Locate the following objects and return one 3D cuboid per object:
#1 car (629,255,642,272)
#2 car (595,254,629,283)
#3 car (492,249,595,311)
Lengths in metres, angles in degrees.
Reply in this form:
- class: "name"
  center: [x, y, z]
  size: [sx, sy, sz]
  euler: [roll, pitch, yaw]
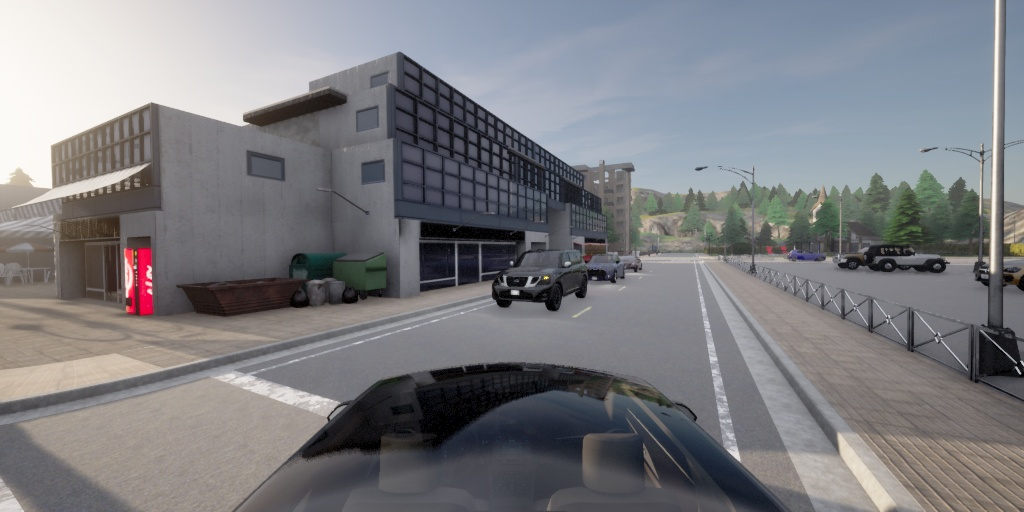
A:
- class: "car"
  center: [10.344, 0.606, 31.736]
  size: [1.812, 1.442, 4.674]
  euler: [0, 1, 27]
- class: "car"
  center: [5.747, 0.659, 22.594]
  size: [2.097, 1.767, 4.553]
  euler: [0, 1, 27]
- class: "car"
  center: [1.332, 0.747, 13.804]
  size: [2.150, 2.045, 5.566]
  euler: [0, 1, 27]
